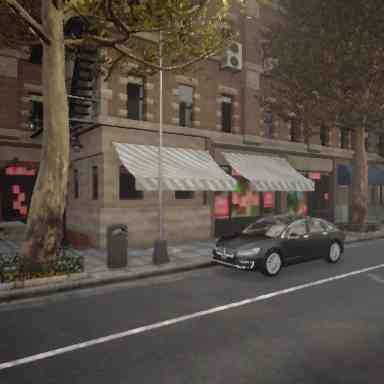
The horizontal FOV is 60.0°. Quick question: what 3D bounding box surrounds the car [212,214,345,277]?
[{"bbox_3d":[2.833,1.478,10.355,4.892,1.521,2.231,0,0,-36],"label":"car"}]
